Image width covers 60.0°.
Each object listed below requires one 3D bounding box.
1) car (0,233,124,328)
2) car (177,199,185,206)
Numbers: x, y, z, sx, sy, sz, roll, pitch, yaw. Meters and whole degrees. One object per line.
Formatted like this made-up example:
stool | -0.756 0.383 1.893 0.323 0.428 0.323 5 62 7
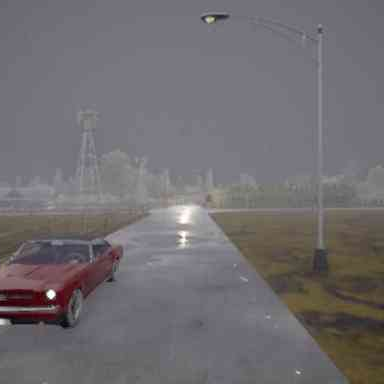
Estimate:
car | -2.853 1.644 7.163 1.895 1.301 4.718 0 0 0
car | -2.780 2.630 85.019 2.097 1.767 4.553 0 -1 0
